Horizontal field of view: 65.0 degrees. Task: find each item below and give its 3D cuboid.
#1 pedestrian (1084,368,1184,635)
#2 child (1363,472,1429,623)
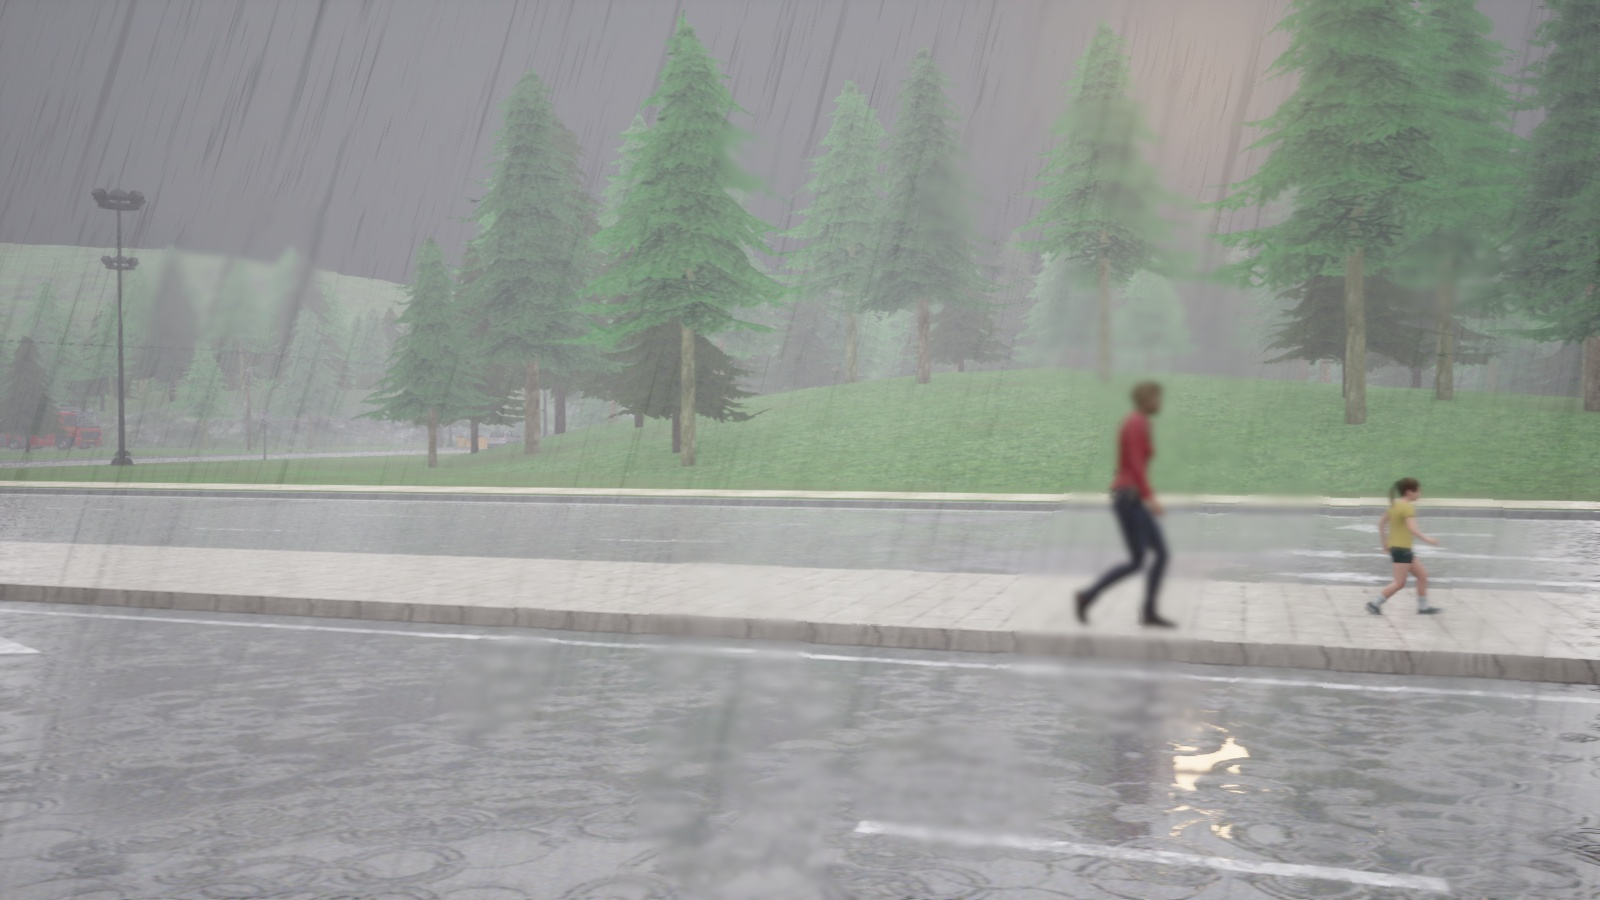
[{"bbox_3d":[2.372,0.351,8.917,0.636,1.846,0.331,1,1,21],"label":"pedestrian"},{"bbox_3d":[4.510,0.730,9.520,0.394,1.110,0.255,0,1,13],"label":"child"}]
